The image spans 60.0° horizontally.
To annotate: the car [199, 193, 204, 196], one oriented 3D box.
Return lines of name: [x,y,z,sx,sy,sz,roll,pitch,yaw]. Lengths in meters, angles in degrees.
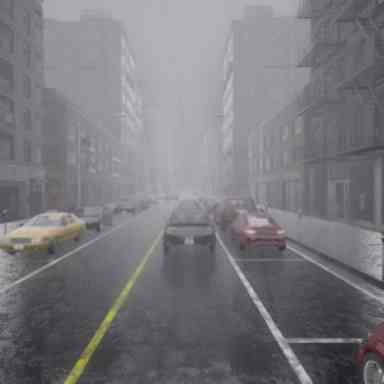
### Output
car: [2.201,1.173,41.620,2.008,1.369,4.403,0,1,-1]

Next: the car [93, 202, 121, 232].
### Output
car: [-5.586,1.398,18.808,1.947,1.339,4.313,0,1,-1]

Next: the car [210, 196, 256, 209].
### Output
car: [2.439,1.146,18.895,2.192,1.841,5.009,0,1,-1]

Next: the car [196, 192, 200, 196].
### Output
car: [2.082,1.084,52.982,1.947,1.339,4.313,0,1,-1]

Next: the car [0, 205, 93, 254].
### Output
car: [-5.525,1.411,12.956,1.752,1.417,4.829,0,1,-1]

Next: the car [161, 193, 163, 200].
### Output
car: [-6.062,0.996,64.257,1.802,1.307,4.206,0,1,-1]

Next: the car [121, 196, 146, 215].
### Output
car: [-5.705,1.294,30.170,1.947,1.339,4.313,0,1,-1]

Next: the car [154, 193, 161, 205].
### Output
car: [-5.883,1.012,47.212,1.967,1.590,4.097,0,1,-1]

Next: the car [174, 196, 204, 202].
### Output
car: [-0.250,1.309,28.351,1.994,1.385,4.181,0,1,0]

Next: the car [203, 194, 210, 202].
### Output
car: [2.320,1.167,30.258,1.967,1.590,4.097,0,1,-1]

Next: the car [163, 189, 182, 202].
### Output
car: [-3.416,0.691,58.258,2.150,2.045,5.566,0,1,0]

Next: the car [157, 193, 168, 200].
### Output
car: [-6.122,0.912,69.938,2.008,1.369,4.403,0,1,-1]

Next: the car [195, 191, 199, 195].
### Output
car: [1.961,0.936,64.512,1.752,1.417,4.829,0,1,-1]

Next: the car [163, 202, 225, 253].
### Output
car: [-0.094,1.375,13.165,2.128,1.511,4.902,0,1,0]

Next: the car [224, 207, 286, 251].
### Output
car: [2.498,1.465,13.217,1.802,1.307,4.206,0,1,-1]

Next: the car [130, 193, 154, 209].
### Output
car: [-5.764,0.991,35.849,2.192,1.841,5.009,0,1,-1]

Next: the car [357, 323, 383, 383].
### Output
car: [2.617,1.565,1.855,1.802,1.307,4.206,0,1,-1]
